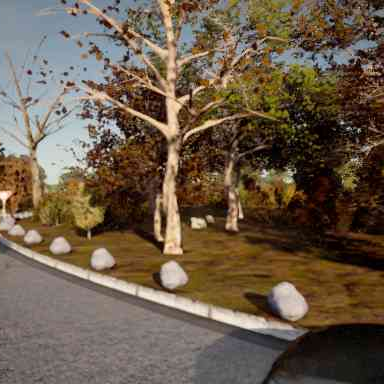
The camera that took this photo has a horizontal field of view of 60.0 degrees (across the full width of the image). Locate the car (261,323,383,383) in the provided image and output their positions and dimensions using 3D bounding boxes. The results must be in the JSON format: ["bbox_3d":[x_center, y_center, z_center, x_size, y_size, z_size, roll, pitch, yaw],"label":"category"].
[{"bbox_3d":[2.482,1.562,2.037,4.181,1.385,1.994,0,0,36],"label":"car"}]
